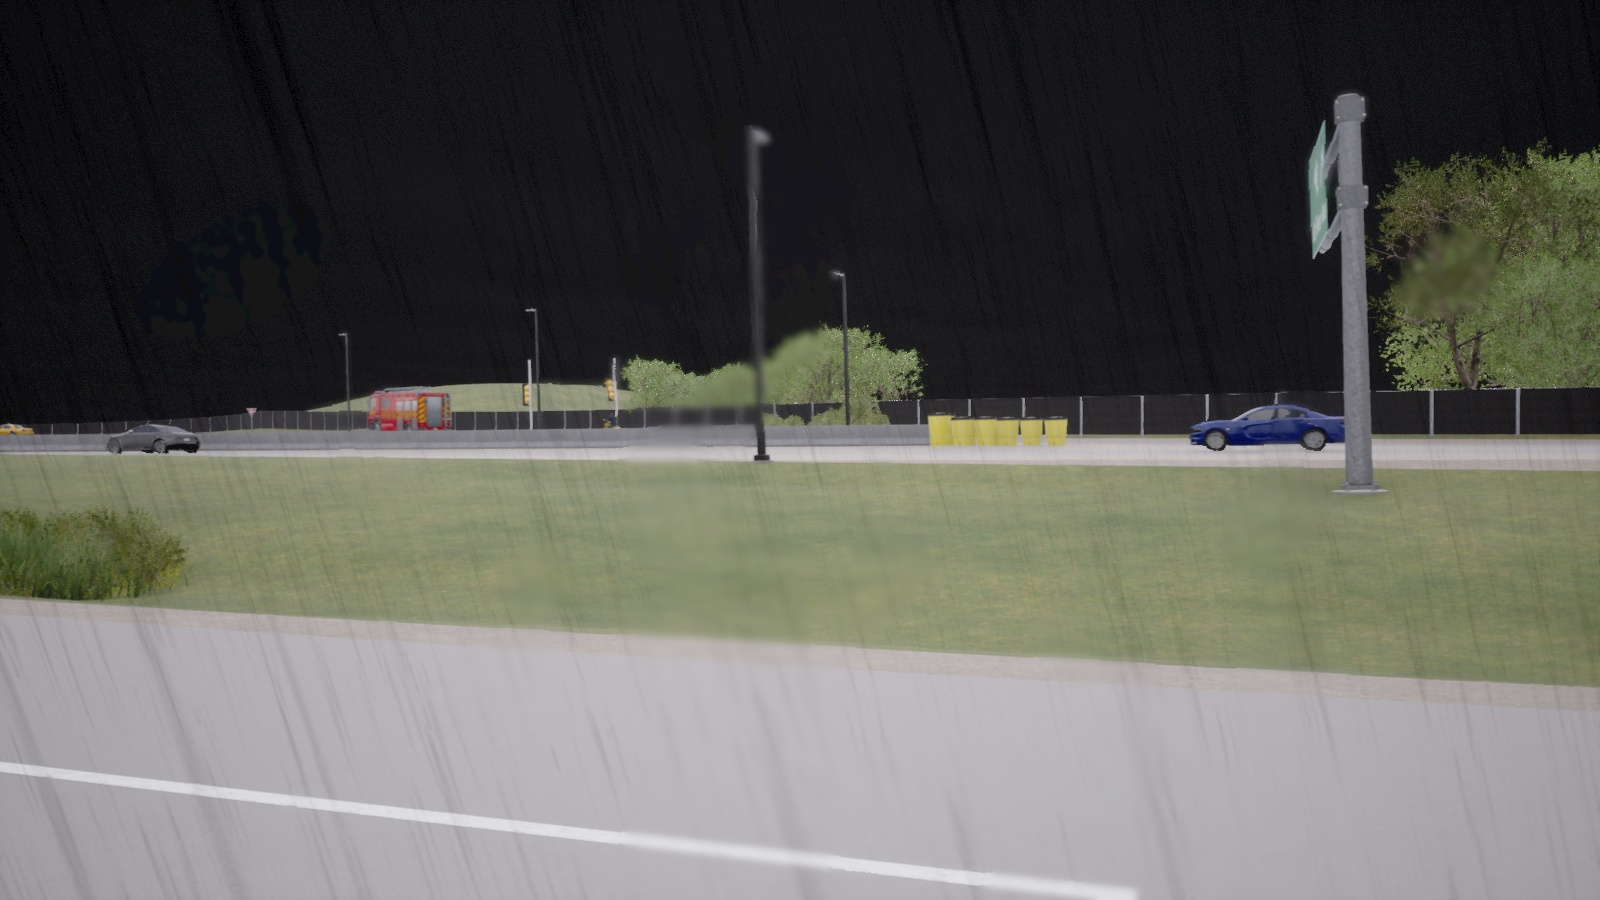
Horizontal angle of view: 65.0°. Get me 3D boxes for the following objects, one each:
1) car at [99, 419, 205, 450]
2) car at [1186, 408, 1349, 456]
[{"bbox_3d":[-29.898,-0.724,57.927,4.181,1.385,1.994,0,1,19],"label":"car"},{"bbox_3d":[15.587,-0.613,42.067,5.008,1.535,1.882,0,1,19],"label":"car"}]
